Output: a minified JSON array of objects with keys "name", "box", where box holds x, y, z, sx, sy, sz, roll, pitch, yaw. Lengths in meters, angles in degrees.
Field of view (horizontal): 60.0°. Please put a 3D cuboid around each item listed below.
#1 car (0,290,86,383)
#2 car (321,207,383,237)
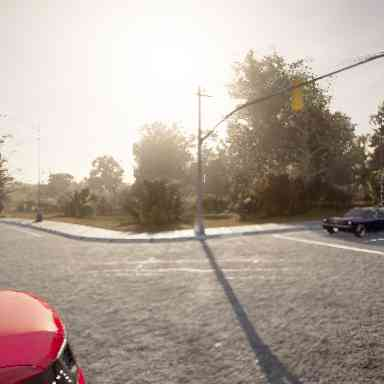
[{"name":"car","box":[-3.291,1.223,1.324,5.566,2.045,2.150,0,0,-36]},{"name":"car","box":[8.982,1.483,17.240,4.718,1.301,1.895,-1,1,-27]}]
